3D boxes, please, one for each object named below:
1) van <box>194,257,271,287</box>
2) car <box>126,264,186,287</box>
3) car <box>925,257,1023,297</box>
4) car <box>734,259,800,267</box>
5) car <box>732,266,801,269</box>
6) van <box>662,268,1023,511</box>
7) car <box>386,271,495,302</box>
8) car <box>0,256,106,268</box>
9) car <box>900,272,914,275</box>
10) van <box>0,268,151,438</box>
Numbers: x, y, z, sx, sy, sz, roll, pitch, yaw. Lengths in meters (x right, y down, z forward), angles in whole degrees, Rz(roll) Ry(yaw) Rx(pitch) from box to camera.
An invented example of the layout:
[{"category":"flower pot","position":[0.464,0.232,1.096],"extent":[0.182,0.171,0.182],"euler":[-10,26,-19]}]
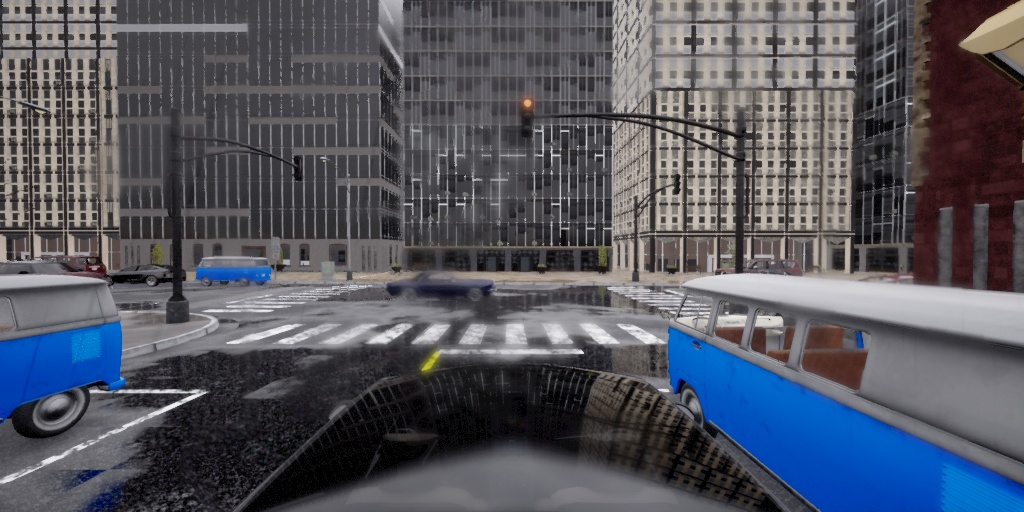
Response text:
[{"category":"van","position":[-17.246,0.951,22.238],"extent":[3.998,1.789,1.690],"euler":[0,0,0]},{"category":"car","position":[-22.769,1.151,22.246],"extent":[4.313,1.339,1.948],"euler":[0,0,0]},{"category":"car","position":[26.585,1.091,19.567],"extent":[5.566,2.045,2.150],"euler":[0,1,0]},{"category":"car","position":[15.143,1.089,22.190],"extent":[5.009,1.841,2.192],"euler":[0,0,0]},{"category":"car","position":[13.636,1.404,19.586],"extent":[4.718,1.301,1.895],"euler":[0,1,0]},{"category":"van","position":[2.686,1.090,2.795],"extent":[1.690,1.789,3.998],"euler":[0,0,0]},{"category":"car","position":[-3.123,1.361,16.415],"extent":[4.718,1.301,1.895],"euler":[0,1,0]},{"category":"car","position":[-21.465,1.024,16.440],"extent":[4.553,1.767,2.097],"euler":[0,1,0]},{"category":"car","position":[15.129,1.437,13.810],"extent":[4.507,1.381,1.888],"euler":[0,0,0]},{"category":"van","position":[-5.695,1.090,2.786],"extent":[1.690,1.789,3.998],"euler":[0,0,0]}]
